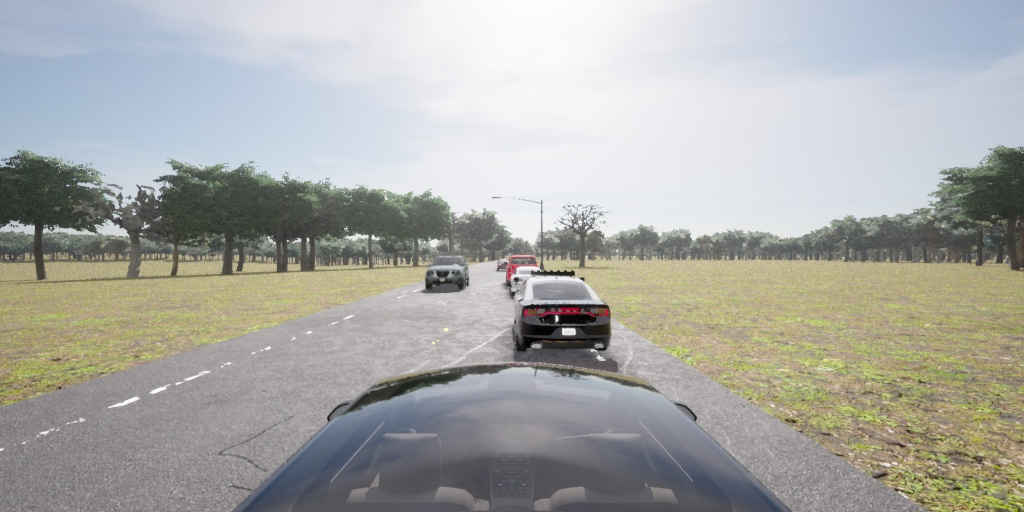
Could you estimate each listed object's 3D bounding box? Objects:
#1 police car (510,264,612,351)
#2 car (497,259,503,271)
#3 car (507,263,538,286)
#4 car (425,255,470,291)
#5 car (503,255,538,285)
[{"bbox_3d":[1.009,1.174,9.115,1.930,1.638,5.238,0,0,-1],"label":"police car"},{"bbox_3d":[-1.074,1.290,49.196,1.812,1.442,4.674,0,0,-1],"label":"car"},{"bbox_3d":[0.836,1.275,19.041,1.812,1.442,4.674,0,0,-1],"label":"car"},{"bbox_3d":[-3.915,0.972,22.521,2.150,2.045,5.566,0,0,-2],"label":"car"},{"bbox_3d":[0.666,0.974,25.087,2.150,2.045,5.566,0,0,-2],"label":"car"}]
